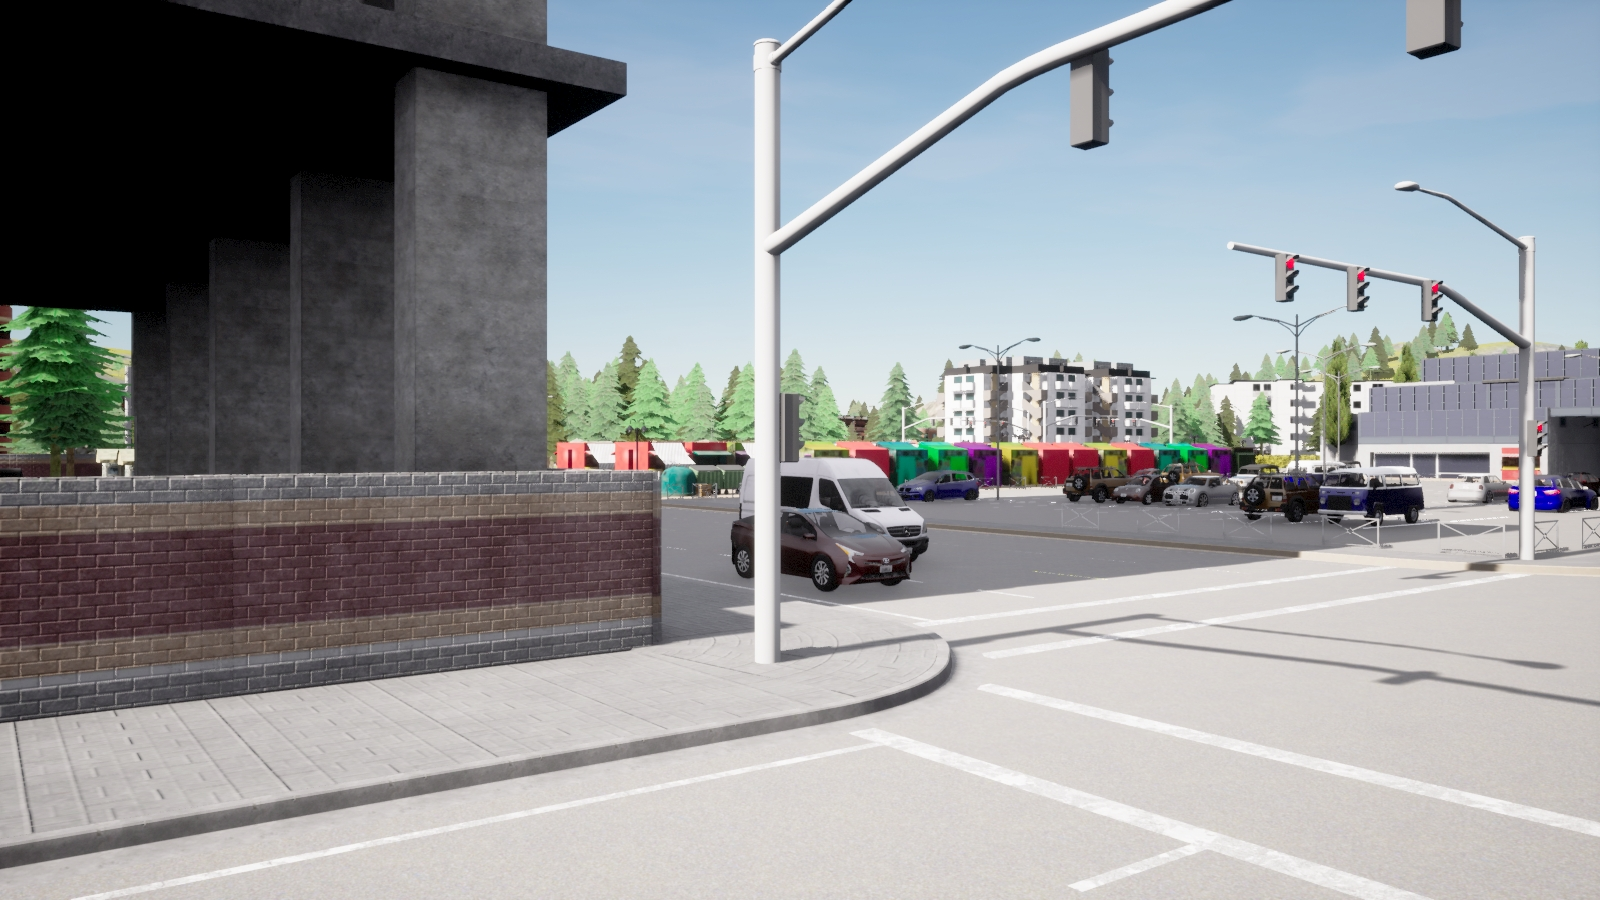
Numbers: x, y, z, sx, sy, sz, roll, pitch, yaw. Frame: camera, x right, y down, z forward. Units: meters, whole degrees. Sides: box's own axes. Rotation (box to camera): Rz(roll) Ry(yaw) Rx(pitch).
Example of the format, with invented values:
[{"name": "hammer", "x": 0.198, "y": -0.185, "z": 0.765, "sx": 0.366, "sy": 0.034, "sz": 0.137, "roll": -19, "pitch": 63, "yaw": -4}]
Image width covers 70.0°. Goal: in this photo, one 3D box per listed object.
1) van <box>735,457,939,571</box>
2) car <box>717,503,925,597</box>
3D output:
[{"name": "van", "x": 0.780, "y": 1.479, "z": 29.066, "sx": 1.988, "sy": 2.561, "sz": 5.915, "roll": 0, "pitch": 0, "yaw": -36}, {"name": "car", "x": 0.324, "y": 1.984, "z": 23.786, "sx": 2.007, "sy": 1.525, "sz": 4.514, "roll": 0, "pitch": 0, "yaw": -36}]
